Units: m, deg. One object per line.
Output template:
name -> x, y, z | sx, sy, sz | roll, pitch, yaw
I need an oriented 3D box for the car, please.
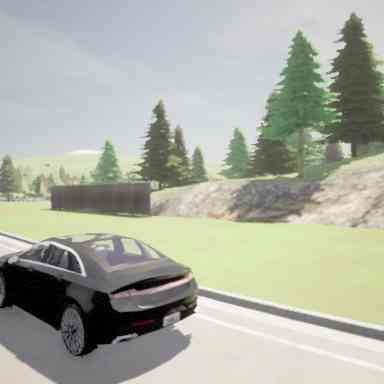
car -> -2.061, 1.526, 6.170 | 4.902, 1.511, 2.128 | 0, 0, 42
